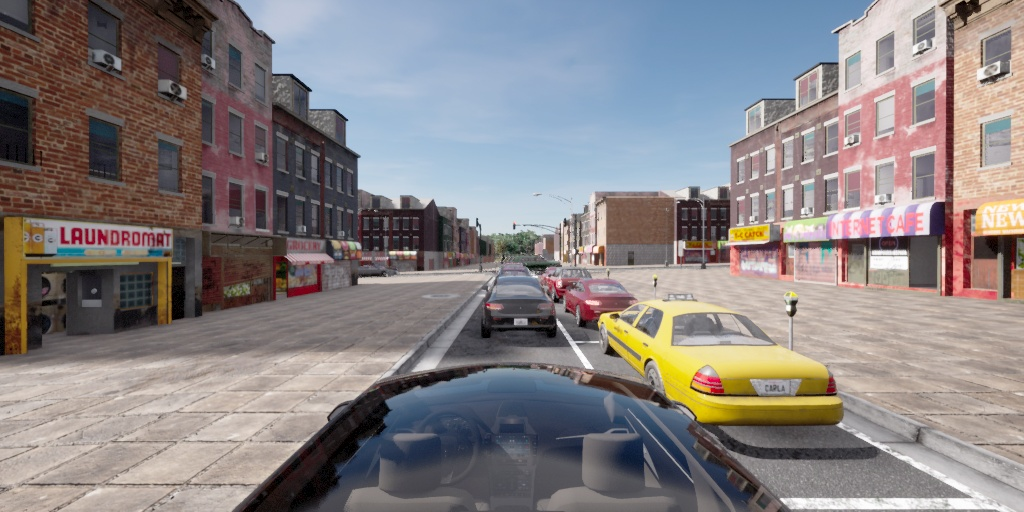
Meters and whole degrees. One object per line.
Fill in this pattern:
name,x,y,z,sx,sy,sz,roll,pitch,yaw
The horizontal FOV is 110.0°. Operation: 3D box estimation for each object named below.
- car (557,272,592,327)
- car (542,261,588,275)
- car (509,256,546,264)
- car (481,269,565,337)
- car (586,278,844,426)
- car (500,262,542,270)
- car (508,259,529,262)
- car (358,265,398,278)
car,2.650,1.334,11.192,1.802,1.307,4.207,0,0,0
car,2.658,1.195,16.658,1.967,1.591,4.097,0,0,0
car,2.673,0.975,39.656,5.566,2.045,2.150,-2,1,0
car,0.118,1.277,10.150,1.812,1.442,4.674,0,0,-2
car,2.642,1.275,5.895,1.751,1.417,4.829,0,0,0
car,0.111,1.248,17.532,2.128,1.511,4.902,0,0,0
car,0.101,1.248,27.093,1.882,1.535,5.008,0,0,0
car,-15.123,1.721,39.658,4.902,1.511,2.128,-2,0,0
